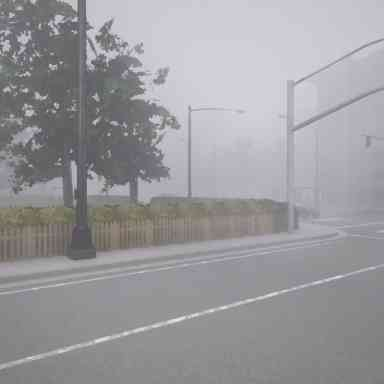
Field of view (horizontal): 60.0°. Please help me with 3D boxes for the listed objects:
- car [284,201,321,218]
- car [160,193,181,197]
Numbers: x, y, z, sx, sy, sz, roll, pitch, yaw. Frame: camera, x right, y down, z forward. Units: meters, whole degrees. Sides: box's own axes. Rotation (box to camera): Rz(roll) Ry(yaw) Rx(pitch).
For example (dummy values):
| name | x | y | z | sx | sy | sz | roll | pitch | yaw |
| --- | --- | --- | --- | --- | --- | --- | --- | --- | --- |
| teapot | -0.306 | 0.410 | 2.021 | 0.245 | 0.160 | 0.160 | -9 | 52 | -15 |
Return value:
| name | x | y | z | sx | sy | sz | roll | pitch | yaw |
| --- | --- | --- | --- | --- | --- | --- | --- | --- | --- |
| car | 9.406 | 1.526 | 30.334 | 1.812 | 1.442 | 4.674 | 0 | 0 | -35 |
| car | -2.738 | 1.222 | 47.896 | 2.150 | 2.045 | 5.566 | 0 | 0 | -35 |
